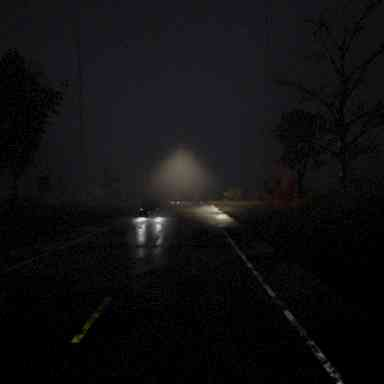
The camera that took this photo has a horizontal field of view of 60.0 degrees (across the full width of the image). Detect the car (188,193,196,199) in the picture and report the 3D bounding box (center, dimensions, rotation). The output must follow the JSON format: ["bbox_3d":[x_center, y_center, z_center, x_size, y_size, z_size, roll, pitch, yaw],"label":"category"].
[{"bbox_3d":[0.051,1.160,90.395,1.994,1.385,4.181,0,0,0],"label":"car"}]

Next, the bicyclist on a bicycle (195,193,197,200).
[{"bbox_3d":[1.012,1.073,82.038,0.659,1.776,1.843,0,1,0],"label":"bicyclist on a bicycle"}]

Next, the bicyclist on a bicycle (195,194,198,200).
[{"bbox_3d":[1.006,1.205,72.327,0.582,1.620,1.656,0,0,0],"label":"bicyclist on a bicycle"}]

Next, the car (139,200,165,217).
[{"bbox_3d":[-3.581,1.447,30.127,1.812,1.442,4.674,0,0,0],"label":"car"}]

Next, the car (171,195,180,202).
[{"bbox_3d":[-3.460,1.290,70.659,2.033,1.411,5.357,0,0,0],"label":"car"}]
